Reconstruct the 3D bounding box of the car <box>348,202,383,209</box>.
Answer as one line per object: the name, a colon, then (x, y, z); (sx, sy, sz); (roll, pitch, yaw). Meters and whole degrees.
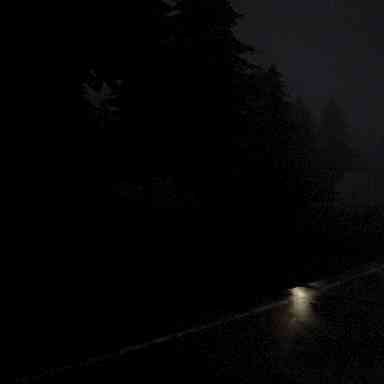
car: (22.366, 2.022, 42.747); (1.882, 1.535, 5.008); (1, -1, -16)
